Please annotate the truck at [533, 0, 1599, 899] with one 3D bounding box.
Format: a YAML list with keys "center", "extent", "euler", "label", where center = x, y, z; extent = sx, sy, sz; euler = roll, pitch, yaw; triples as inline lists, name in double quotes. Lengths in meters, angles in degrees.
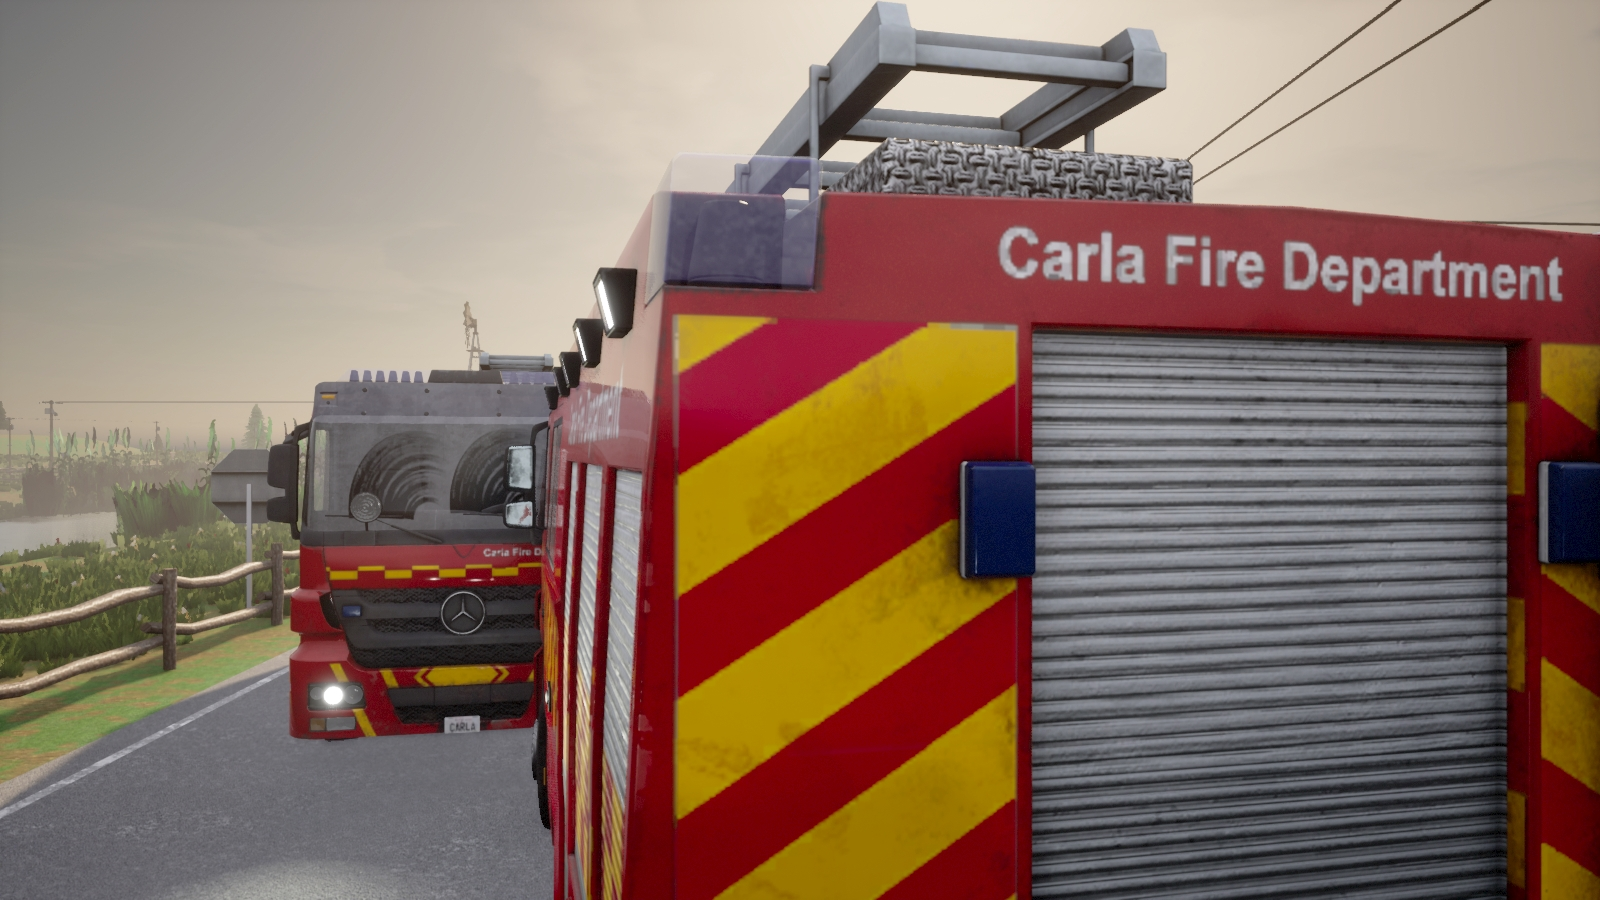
- center: [-0.053, 0.867, 6.871]
  extent: [2.891, 3.827, 8.468]
  euler: [0, 0, -14]
  label: "truck"

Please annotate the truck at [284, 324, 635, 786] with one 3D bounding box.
- center: [-3.898, 0.862, 13.923]
  extent: [2.891, 3.827, 8.468]
  euler: [0, 0, -14]
  label: "truck"

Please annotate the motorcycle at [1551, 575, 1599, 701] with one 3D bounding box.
- center: [9.798, 2.142, 13.155]
  extent: [1.805, 1.316, 0.856]
  euler: [0, 0, -7]
  label: "motorcycle"
